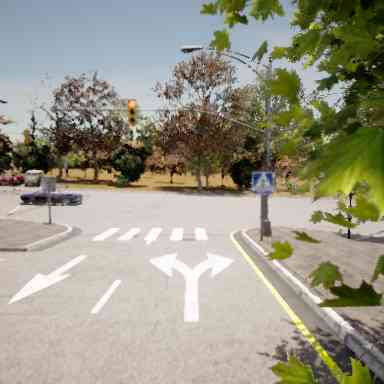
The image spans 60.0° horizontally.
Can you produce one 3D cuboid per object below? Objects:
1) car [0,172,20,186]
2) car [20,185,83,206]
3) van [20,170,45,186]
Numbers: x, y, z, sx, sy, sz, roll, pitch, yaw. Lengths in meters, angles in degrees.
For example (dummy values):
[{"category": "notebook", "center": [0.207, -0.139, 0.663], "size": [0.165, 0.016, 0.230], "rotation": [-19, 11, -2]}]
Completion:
[{"category": "car", "center": [-23.308, -1.811, 43.335], "size": [2.185, 1.767, 4.553], "rotation": [0, 6, -13]}, {"category": "car", "center": [-11.766, 0.436, 28.183], "size": [4.718, 1.301, 1.895], "rotation": [2, 6, 3]}, {"category": "van", "center": [-20.338, -1.780, 42.941], "size": [1.878, 1.987, 4.442], "rotation": [1, 6, -14]}]
